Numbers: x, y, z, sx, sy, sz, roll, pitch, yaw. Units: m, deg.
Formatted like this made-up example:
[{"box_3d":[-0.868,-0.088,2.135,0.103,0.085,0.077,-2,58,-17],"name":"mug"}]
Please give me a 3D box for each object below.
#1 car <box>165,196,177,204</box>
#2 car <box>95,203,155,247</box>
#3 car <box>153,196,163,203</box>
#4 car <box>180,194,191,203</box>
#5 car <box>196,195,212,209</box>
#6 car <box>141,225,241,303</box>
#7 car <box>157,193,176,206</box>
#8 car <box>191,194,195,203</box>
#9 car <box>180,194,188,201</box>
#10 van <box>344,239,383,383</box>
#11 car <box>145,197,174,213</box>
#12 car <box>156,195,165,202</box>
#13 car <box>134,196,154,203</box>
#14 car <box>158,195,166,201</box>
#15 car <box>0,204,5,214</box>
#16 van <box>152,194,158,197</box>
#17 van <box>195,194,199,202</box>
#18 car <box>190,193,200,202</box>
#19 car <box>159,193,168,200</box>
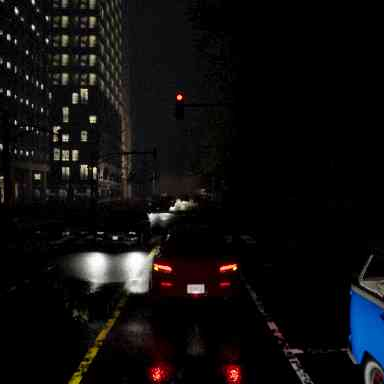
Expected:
[{"box_3d":[-4.091,1.535,65.284,1.994,1.385,4.181,0,0,-1],"name":"car"},{"box_3d":[-2.954,1.495,15.092,1.837,1.490,4.892,0,0,-1],"name":"car"},{"box_3d":[-6.849,1.513,67.508,1.887,1.381,4.507,0,0,-2],"name":"car"},{"box_3d":[-1.505,1.552,70.641,1.895,1.301,4.718,0,0,-2],"name":"car"},{"box_3d":[1.883,1.510,45.887,1.752,1.417,4.829,0,0,-2],"name":"car"},{"box_3d":[0.051,1.525,8.106,1.812,1.442,4.674,0,0,0],"name":"car"},{"box_3d":[-3.645,1.333,49.767,2.097,1.767,4.553,0,0,-2],"name":"car"},{"box_3d":[1.162,1.493,68.053,1.752,1.417,4.829,0,0,-2],"name":"car"},{"box_3d":[-1.927,1.265,80.616,1.882,1.535,5.008,0,0,-3],"name":"car"},{"box_3d":[2.557,1.341,2.172,1.690,1.788,3.998,0,0,0],"name":"van"},{"box_3d":[-3.471,1.554,36.450,1.994,1.385,4.181,0,0,2],"name":"car"},{"box_3d":[-7.303,1.502,78.594,1.887,1.381,4.507,0,0,-2],"name":"car"},{"box_3d":[-5.846,1.539,39.794,2.008,1.369,4.403,0,0,-1],"name":"car"},{"box_3d":[-7.557,1.533,84.138,1.802,1.307,4.206,0,0,-3],"name":"car"},{"box_3d":[-18.230,1.377,28.530,4.206,1.307,1.802,1,0,3],"name":"car"},{"box_3d":[-6.646,1.314,61.965,1.690,1.788,3.998,0,0,-2],"name":"van"},{"box_3d":[1.731,1.322,51.259,1.690,1.788,3.998,0,0,-2],"name":"van"},{"box_3d":[0.713,1.271,78.971,2.192,1.841,5.009,0,0,-3],"name":"car"},{"box_3d":[-8.107,1.252,95.219,2.192,1.841,5.009,0,0,-3],"name":"car"}]
